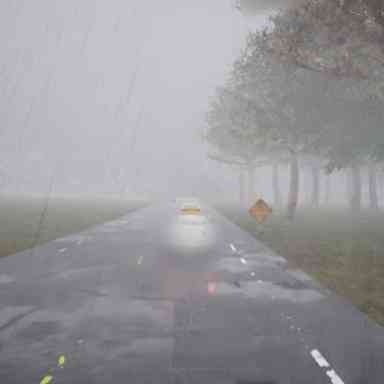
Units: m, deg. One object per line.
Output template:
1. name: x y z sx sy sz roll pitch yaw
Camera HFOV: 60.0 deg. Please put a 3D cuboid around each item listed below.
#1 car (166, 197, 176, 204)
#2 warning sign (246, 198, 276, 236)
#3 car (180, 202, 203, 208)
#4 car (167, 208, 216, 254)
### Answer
1. car: -4.033 1.614 65.062 2.033 1.411 5.357 -4 0 -1
2. warning sign: 3.516 1.251 17.040 1.300 1.860 1.060 -1 -1 0
3. car: -0.066 1.644 29.213 1.882 1.535 5.008 0 0 0
4. car: 0.004 1.641 13.876 1.812 1.442 4.674 0 0 0
